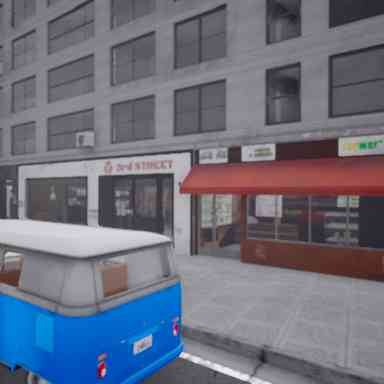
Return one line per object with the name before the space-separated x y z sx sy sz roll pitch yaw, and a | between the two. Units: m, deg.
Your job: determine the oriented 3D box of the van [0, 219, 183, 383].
van | -2.014 1.332 4.505 3.998 1.788 1.690 0 0 35
